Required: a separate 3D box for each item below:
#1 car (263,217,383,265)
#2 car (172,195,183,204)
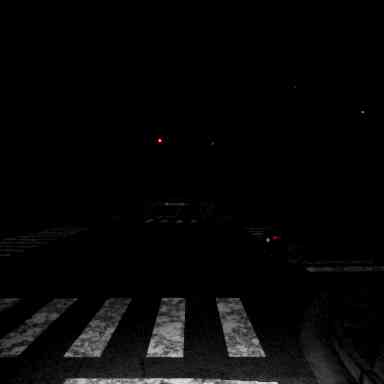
[{"bbox_3d":[4.502,1.543,10.979,4.181,1.385,1.994,-1,-1,0],"label":"car"},{"bbox_3d":[-2.967,1.498,69.308,2.097,1.767,4.553,0,0,0],"label":"car"}]
